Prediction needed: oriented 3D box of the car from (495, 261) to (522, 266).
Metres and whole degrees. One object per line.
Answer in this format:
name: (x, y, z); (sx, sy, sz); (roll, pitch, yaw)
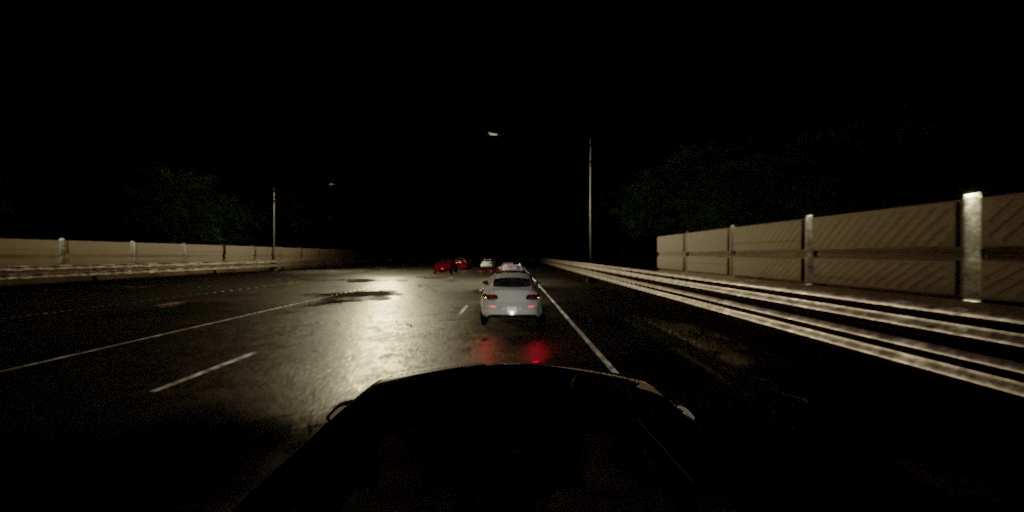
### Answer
car: (0.003, 1.243, 25.538); (1.895, 1.301, 4.718); (0, 0, 0)

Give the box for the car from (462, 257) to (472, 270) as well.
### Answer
car: (-6.871, 0.961, 50.144); (2.097, 1.767, 4.553); (0, 0, 2)

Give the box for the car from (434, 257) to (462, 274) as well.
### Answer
car: (-6.997, 1.109, 38.507); (1.882, 1.535, 5.008); (0, 0, 0)

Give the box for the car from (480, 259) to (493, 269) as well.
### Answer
car: (-3.355, 1.114, 50.646); (1.812, 1.442, 4.674); (0, 0, 2)

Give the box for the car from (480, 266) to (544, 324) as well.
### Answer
car: (0.000, 1.231, 11.686); (1.812, 1.442, 4.674); (0, 0, 0)

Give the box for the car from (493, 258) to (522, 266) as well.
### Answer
car: (-0.180, 1.180, 33.768); (1.994, 1.385, 4.181); (0, 0, 9)
